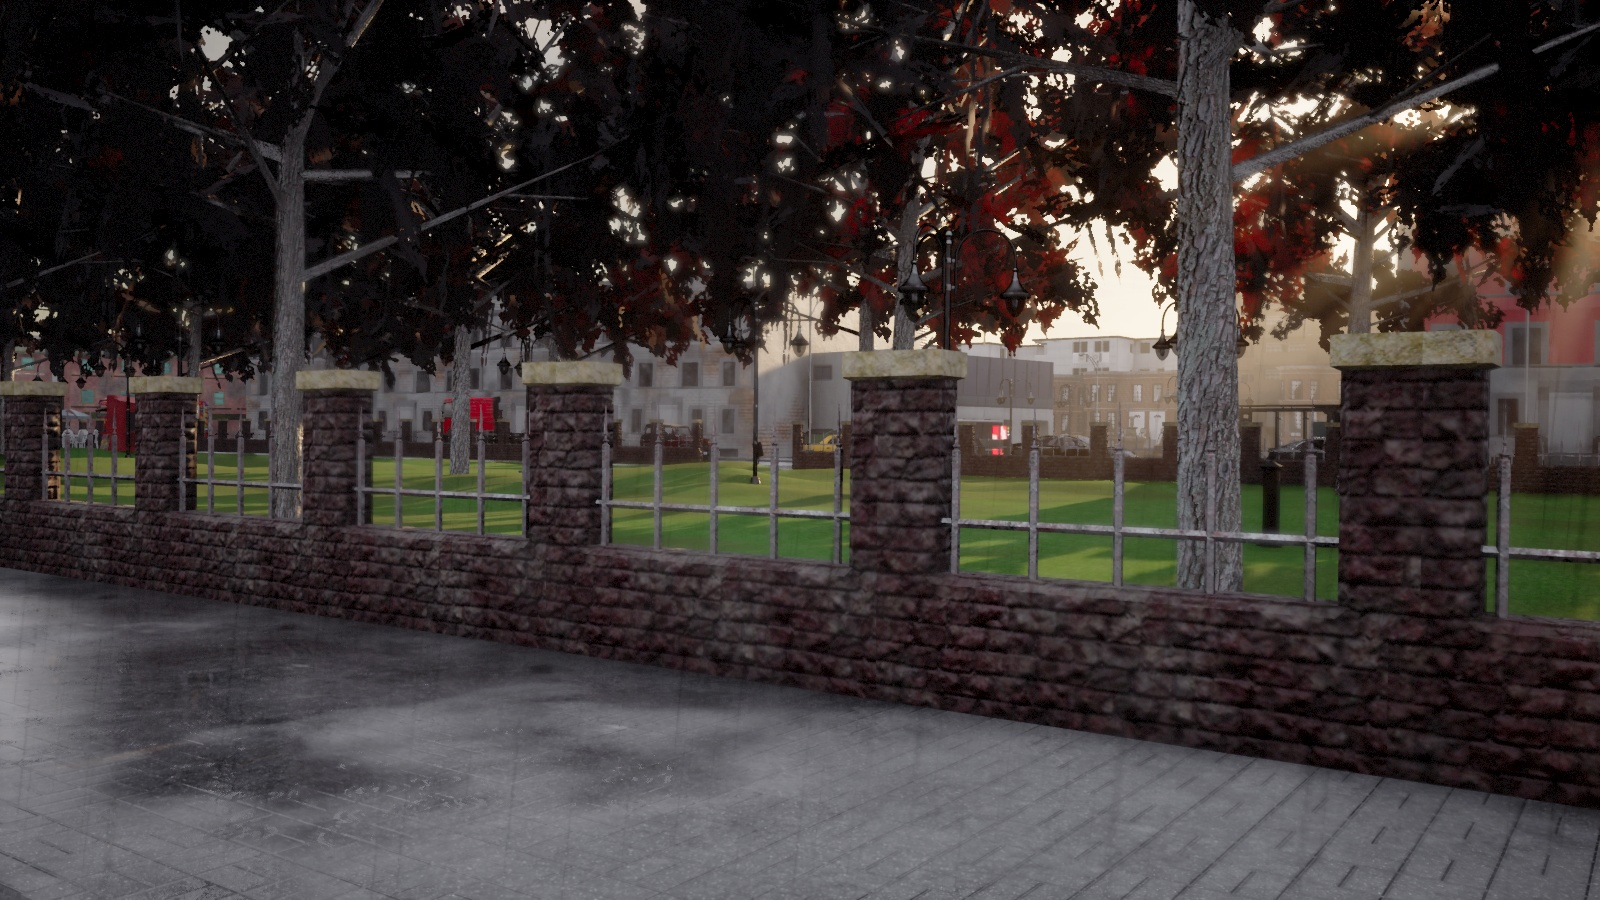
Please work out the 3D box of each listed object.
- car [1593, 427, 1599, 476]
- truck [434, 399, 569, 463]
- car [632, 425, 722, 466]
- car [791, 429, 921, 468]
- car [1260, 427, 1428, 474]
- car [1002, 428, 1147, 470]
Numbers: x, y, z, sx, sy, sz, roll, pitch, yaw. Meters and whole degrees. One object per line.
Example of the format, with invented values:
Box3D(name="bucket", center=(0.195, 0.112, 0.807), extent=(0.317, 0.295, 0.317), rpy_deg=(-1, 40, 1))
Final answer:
Box3D(name="car", center=(25.908, 0.024, 36.535), extent=(4.674, 1.442, 1.812), rpy_deg=(0, 1, 36))
Box3D(name="truck", center=(-17.055, -1.074, 71.578), extent=(7.936, 3.462, 2.891), rpy_deg=(0, 1, 35))
Box3D(name="car", center=(-5.763, -0.223, 58.788), extent=(3.866, 1.878, 1.905), rpy_deg=(0, 1, 35))
Box3D(name="car", center=(2.332, -0.076, 53.101), extent=(5.366, 1.575, 1.801), rpy_deg=(0, 1, 35))
Box3D(name="car", center=(18.149, -0.001, 41.978), extent=(4.892, 1.490, 1.837), rpy_deg=(0, 1, 35))
Box3D(name="car", center=(10.341, -0.054, 47.469), extent=(4.902, 1.511, 2.128), rpy_deg=(0, 1, 35))
